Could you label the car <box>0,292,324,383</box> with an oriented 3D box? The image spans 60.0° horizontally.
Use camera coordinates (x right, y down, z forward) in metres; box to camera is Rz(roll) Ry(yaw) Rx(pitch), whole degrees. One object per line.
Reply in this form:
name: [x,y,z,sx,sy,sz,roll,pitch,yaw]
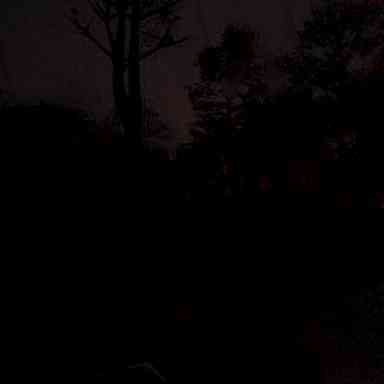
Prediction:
car: [-1.271,1.584,2.204,4.718,1.301,1.895,0,0,-36]
